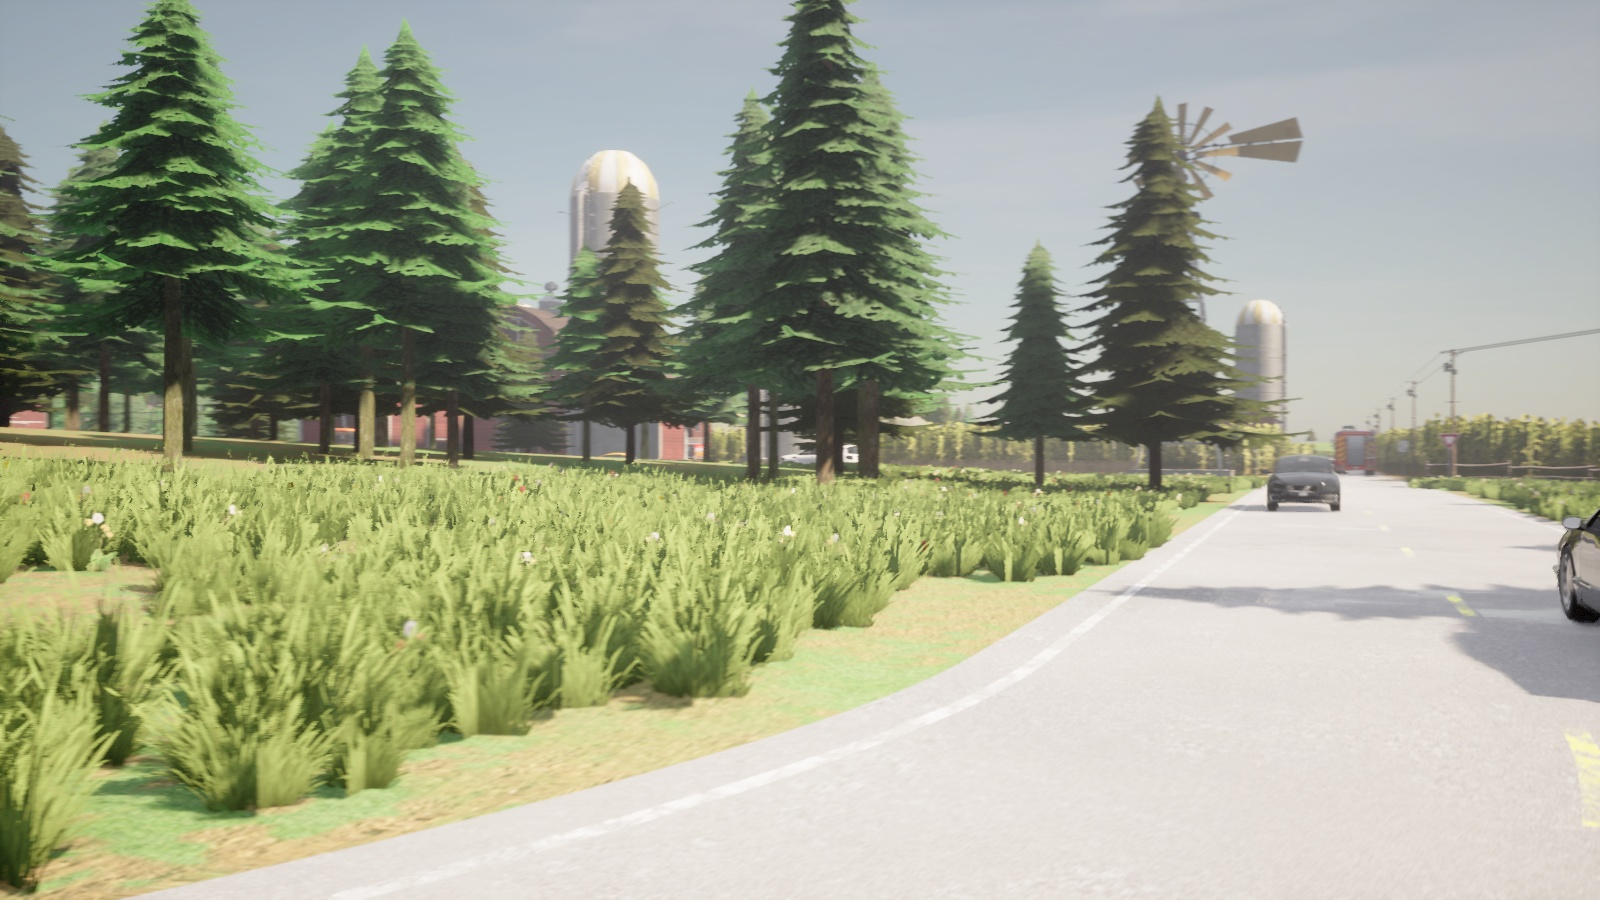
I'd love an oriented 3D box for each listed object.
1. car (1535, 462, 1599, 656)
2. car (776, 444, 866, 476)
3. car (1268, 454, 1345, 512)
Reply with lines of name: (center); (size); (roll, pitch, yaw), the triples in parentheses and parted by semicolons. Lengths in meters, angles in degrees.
car: (7.096, 0.809, 9.477); (2.033, 1.411, 5.357); (0, 0, 23)
car: (1.416, 0.671, 83.684); (5.566, 2.045, 2.150); (0, 0, 23)
car: (13.995, 0.849, 34.708); (1.837, 1.490, 4.892); (0, 0, 22)
